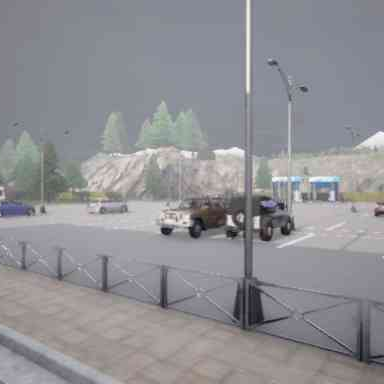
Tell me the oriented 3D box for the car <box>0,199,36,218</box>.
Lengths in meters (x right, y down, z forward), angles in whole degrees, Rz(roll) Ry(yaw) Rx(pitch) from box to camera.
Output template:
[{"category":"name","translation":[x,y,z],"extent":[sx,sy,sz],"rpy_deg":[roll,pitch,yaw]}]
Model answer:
[{"category":"car","translation":[-14.685,1.307,27.112],"extent":[1.845,1.501,3.633],"rpy_deg":[0,0,35]}]

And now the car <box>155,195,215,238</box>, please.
[{"category":"car","translation":[0.363,1.086,16.205],"extent":[1.932,1.855,4.605],"rpy_deg":[0,0,35]}]

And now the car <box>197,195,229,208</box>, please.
[{"category":"car","translation":[3.014,1.272,46.529],"extent":[2.152,1.636,5.027],"rpy_deg":[0,0,35]}]

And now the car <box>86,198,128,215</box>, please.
[{"category":"car","translation":[-7.948,1.326,31.421],"extent":[1.970,1.475,3.806],"rpy_deg":[0,0,35]}]

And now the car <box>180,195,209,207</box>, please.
[{"category":"car","translation":[0.430,1.272,48.309],"extent":[2.007,1.523,4.514],"rpy_deg":[0,0,35]}]

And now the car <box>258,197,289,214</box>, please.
[{"category":"car","translation":[8.199,1.297,33.402],"extent":[1.845,1.501,3.633],"rpy_deg":[0,0,35]}]

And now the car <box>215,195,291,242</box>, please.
[{"category":"car","translation":[2.968,1.074,14.853],"extent":[1.905,1.878,3.866],"rpy_deg":[0,0,35]}]

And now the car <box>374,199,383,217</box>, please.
[{"category":"car","translation":[16.308,1.304,27.563],"extent":[2.007,1.523,4.514],"rpy_deg":[0,0,35]}]
